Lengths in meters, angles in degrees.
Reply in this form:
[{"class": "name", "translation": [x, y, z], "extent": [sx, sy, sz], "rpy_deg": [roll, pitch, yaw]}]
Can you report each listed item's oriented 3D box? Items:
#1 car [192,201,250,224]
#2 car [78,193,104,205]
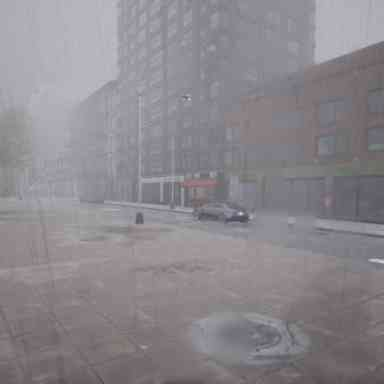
[{"class": "car", "translation": [1.824, 1.271, 21.953], "extent": [1.994, 1.385, 4.181], "rpy_deg": [1, 1, -35]}, {"class": "car", "translation": [-13.151, 0.878, 43.143], "extent": [2.033, 1.411, 5.357], "rpy_deg": [1, 0, -35]}]
